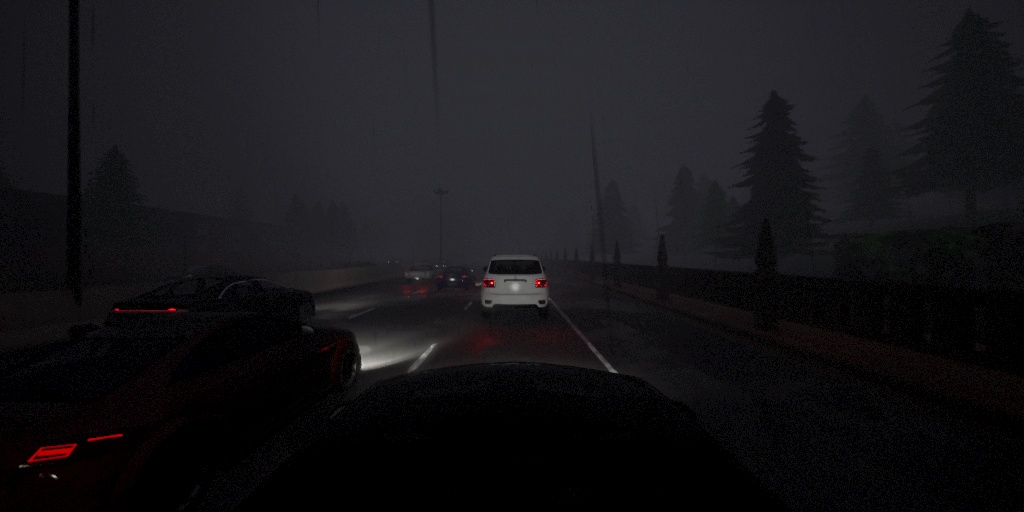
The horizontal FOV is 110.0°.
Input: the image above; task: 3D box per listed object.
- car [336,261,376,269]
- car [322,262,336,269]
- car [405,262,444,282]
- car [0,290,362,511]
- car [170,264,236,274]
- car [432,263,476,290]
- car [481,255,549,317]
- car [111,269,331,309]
[{"bbox_3d":[-14.107,1.259,33.578,1.837,1.490,4.892,0,-1,0],"label":"car"},{"bbox_3d":[-17.609,1.300,36.997,2.033,1.411,5.357,0,0,0],"label":"car"},{"bbox_3d":[-6.905,1.353,28.404,1.895,1.301,4.718,0,0,0],"label":"car"},{"bbox_3d":[-3.401,1.314,4.082,1.994,1.385,4.181,0,0,0],"label":"car"},{"bbox_3d":[-21.094,1.277,24.568,1.812,1.442,4.674,0,0,0],"label":"car"},{"bbox_3d":[-3.404,1.315,22.468,1.994,1.385,4.181,0,0,0],"label":"car"},{"bbox_3d":[0.097,0.972,13.274,2.150,2.045,5.566,0,0,0],"label":"car"},{"bbox_3d":[-6.901,1.242,8.976,2.128,1.511,4.902,0,0,0],"label":"car"}]
